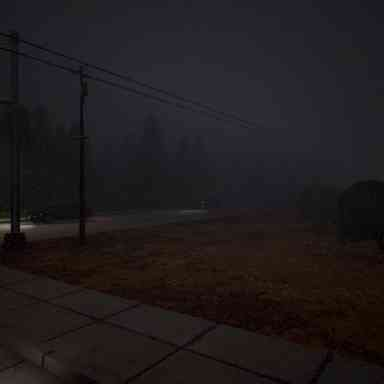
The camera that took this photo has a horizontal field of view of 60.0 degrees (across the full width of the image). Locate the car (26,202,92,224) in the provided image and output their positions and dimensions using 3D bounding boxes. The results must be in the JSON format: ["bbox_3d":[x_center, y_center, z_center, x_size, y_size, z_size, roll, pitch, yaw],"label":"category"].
[{"bbox_3d":[-9.802,1.511,24.856,1.837,1.490,4.892,0,1,37],"label":"car"}]

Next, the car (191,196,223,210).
[{"bbox_3d":[1.822,1.256,40.511,2.097,1.767,4.553,0,0,37],"label":"car"}]
